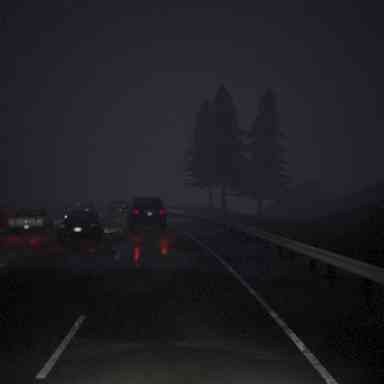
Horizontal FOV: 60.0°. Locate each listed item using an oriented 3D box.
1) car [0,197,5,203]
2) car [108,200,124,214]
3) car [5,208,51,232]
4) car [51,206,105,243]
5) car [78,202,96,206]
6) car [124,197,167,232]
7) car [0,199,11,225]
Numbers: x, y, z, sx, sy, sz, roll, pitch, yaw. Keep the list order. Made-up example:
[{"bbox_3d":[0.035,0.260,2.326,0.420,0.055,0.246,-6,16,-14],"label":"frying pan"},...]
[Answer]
[{"bbox_3d":[-46.134,1.873,79.360,1.895,1.301,4.718,0,0,-20],"label":"car"},{"bbox_3d":[-8.662,1.699,38.763,1.837,1.490,4.892,0,0,-20],"label":"car"},{"bbox_3d":[-10.137,1.737,21.345,1.895,1.301,4.718,0,0,-15],"label":"car"},{"bbox_3d":[-5.512,1.658,16.826,1.994,1.385,4.181,0,0,-12],"label":"car"},{"bbox_3d":[-10.990,1.756,34.897,1.994,1.385,4.181,0,0,-20],"label":"car"},{"bbox_3d":[-3.011,1.322,21.440,2.150,2.045,5.566,0,0,-13],"label":"car"},{"bbox_3d":[-15.079,1.531,25.341,2.097,1.767,4.553,0,0,-18],"label":"car"}]
